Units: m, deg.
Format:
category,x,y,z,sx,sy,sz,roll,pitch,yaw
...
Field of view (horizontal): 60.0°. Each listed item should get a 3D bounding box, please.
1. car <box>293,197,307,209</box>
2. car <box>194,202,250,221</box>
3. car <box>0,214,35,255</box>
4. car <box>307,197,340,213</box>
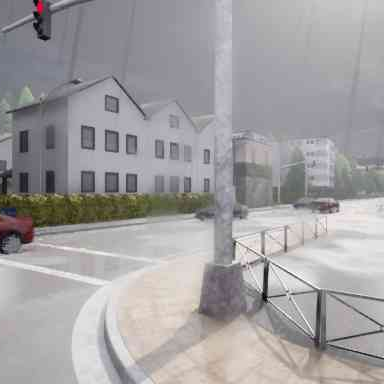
category,x,y,z,sx,sy,sz,roll,pitch,yaw
car,13.997,1.360,40.530,2.033,1.411,5.357,0,0,36
car,2.353,1.360,24.256,2.033,1.411,5.357,0,0,35
car,-7.530,1.299,10.308,1.882,1.535,5.008,0,0,35
car,13.515,1.289,33.611,1.882,1.535,5.008,0,0,35
